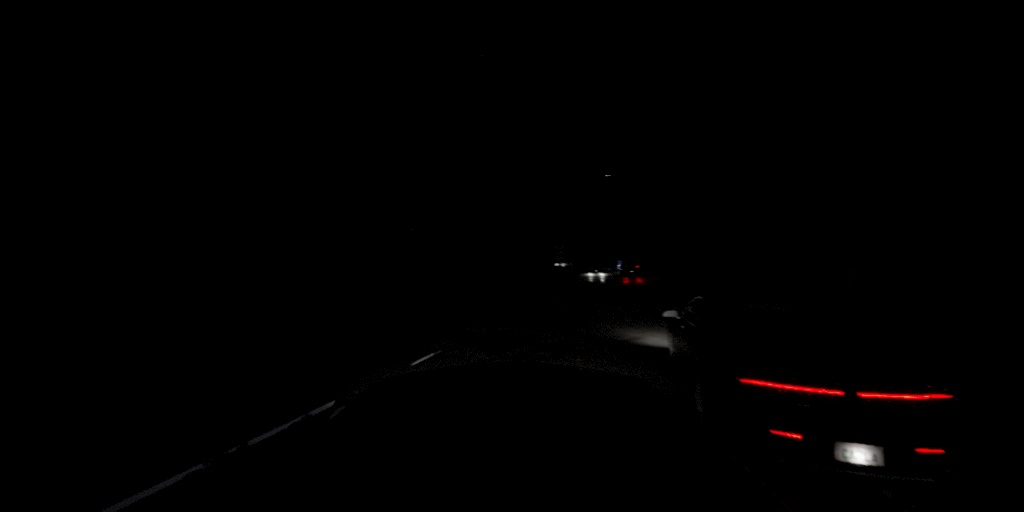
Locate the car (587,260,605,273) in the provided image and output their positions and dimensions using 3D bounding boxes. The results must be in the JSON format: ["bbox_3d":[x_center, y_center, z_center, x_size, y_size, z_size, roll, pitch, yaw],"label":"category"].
[{"bbox_3d":[9.522,1.189,41.045,2.033,1.411,5.357,-1,0,11],"label":"car"}]

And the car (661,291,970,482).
[{"bbox_3d":[3.338,1.237,4.986,1.837,1.490,4.892,-1,-1,18],"label":"car"}]

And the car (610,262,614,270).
[{"bbox_3d":[13.310,1.079,44.129,2.033,1.411,5.357,-1,1,7],"label":"car"}]

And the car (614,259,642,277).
[{"bbox_3d":[11.154,1.138,33.983,2.128,1.511,4.902,-1,0,14],"label":"car"}]
